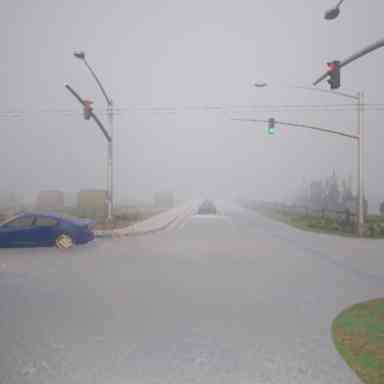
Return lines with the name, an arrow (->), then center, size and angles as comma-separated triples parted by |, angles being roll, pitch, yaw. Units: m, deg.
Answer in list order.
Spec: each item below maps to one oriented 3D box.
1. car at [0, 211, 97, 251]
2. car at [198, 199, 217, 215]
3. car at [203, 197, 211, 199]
car -> -6.559, 1.573, 13.807 | 5.008, 1.535, 1.882 | 0, 3, -6
car -> 1.659, 1.749, 35.861 | 1.994, 1.385, 4.181 | 0, 0, 3
car -> 2.879, 1.649, 62.112 | 1.882, 1.535, 5.008 | 0, 0, 3
